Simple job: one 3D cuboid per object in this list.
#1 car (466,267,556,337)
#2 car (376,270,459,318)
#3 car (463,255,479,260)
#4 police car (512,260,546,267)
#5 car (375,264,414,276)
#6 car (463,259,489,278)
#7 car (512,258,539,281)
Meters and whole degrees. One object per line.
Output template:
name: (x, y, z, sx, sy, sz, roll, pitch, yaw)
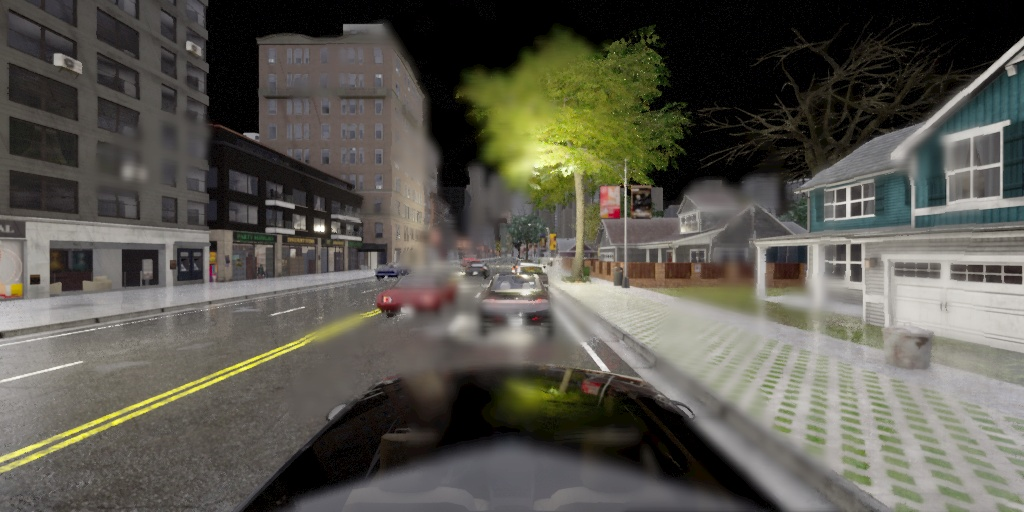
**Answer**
car: (0.122, 1.238, 10.260, 2.128, 1.511, 4.902, 0, 0, 0)
car: (-3.119, 1.346, 12.976, 1.895, 1.301, 4.718, 0, 0, 0)
car: (-6.428, 0.924, 56.981, 2.150, 2.045, 5.566, 0, 0, 0)
police car: (1.027, 1.164, 20.510, 1.930, 1.638, 5.238, 0, 0, 0)
car: (-9.771, 1.329, 30.078, 1.895, 1.301, 4.718, 0, 0, 0)
car: (-3.054, 1.252, 32.410, 1.812, 1.442, 4.674, 0, 0, 0)
car: (1.054, 1.079, 30.370, 2.097, 1.767, 4.553, 0, 0, 0)
